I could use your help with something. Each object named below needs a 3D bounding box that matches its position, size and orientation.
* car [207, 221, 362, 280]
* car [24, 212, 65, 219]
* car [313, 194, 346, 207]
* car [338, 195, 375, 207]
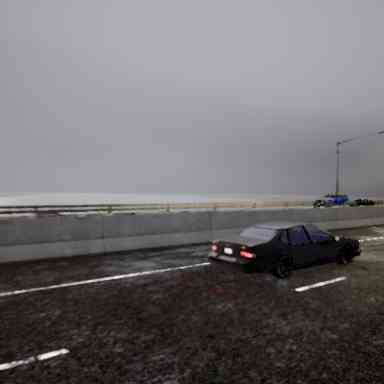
[{"bbox_3d":[3.003,1.613,10.184,5.357,1.411,2.033,1,0,-35],"label":"car"},{"bbox_3d":[-7.434,1.638,15.882,4.718,1.301,1.895,1,0,-36],"label":"car"},{"bbox_3d":[17.679,1.178,42.034,5.566,2.045,2.150,0,0,-35],"label":"car"},{"bbox_3d":[19.701,1.449,39.176,4.892,1.490,1.837,0,0,-35],"label":"car"}]
